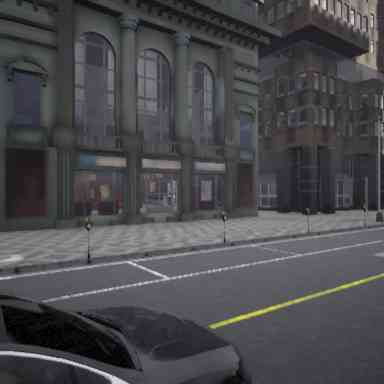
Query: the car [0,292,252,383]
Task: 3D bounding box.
[{"bbox_3d":[-1.705,1.503,2.218,4.892,1.490,1.837,0,0,-36],"label":"car"}]
